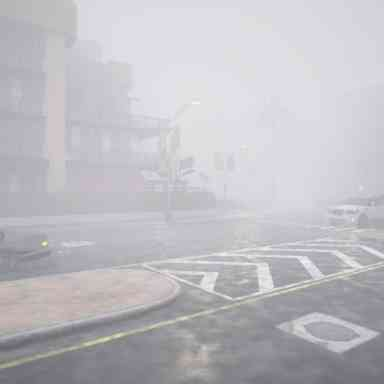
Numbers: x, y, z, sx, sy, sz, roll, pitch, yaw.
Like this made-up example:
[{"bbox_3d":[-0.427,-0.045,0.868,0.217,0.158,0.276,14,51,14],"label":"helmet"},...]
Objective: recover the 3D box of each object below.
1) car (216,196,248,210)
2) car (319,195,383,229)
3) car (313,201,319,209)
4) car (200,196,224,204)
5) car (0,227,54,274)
[{"bbox_3d":[5.308,1.492,44.044,2.128,1.511,4.902,0,0,-35],"label":"car"},{"bbox_3d":[11.220,1.221,21.757,5.566,2.045,2.150,0,-1,-31],"label":"car"},{"bbox_3d":[18.403,1.505,43.977,1.837,1.490,4.892,0,0,-35],"label":"car"},{"bbox_3d":[3.815,1.491,64.863,2.128,1.511,4.902,0,0,-35],"label":"car"},{"bbox_3d":[-6.719,1.547,9.031,5.357,1.411,2.033,0,0,-35],"label":"car"}]
